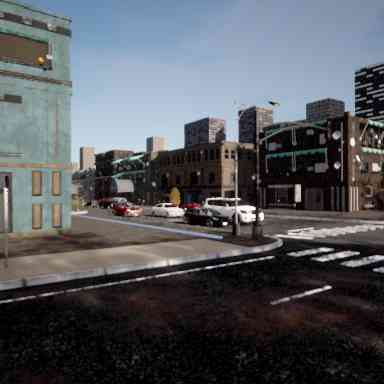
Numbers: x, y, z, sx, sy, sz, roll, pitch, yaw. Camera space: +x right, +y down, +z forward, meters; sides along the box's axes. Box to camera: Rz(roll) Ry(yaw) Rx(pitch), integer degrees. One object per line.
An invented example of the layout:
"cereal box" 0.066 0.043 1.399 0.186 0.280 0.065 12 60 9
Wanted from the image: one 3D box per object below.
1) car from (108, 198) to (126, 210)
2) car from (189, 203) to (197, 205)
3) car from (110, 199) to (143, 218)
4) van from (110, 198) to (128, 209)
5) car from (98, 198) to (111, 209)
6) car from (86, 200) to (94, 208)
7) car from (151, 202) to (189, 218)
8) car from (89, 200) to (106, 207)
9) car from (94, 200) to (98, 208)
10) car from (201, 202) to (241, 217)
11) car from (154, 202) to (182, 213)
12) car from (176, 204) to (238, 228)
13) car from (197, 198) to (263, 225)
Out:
"car" -8.643 1.977 43.076 1.882 1.535 5.008 -1 0 -35
"car" -0.131 1.964 41.093 1.802 1.307 4.206 -1 0 -36
"car" -6.950 1.885 36.216 1.967 1.590 4.097 -1 0 -36
"van" -13.015 1.967 59.101 1.690 1.788 3.998 -1 0 -36
"car" -13.485 2.120 55.327 1.837 1.490 4.892 -1 0 -36
"car" -19.261 2.213 63.406 2.128 1.511 4.902 -1 0 -36
"car" -2.597 1.908 34.606 1.812 1.442 4.674 -1 0 -35
"car" -19.450 2.288 68.106 1.887 1.381 4.507 -1 0 -36
"car" -16.235 2.000 63.603 2.192 1.841 5.009 -1 0 -36
"car" 3.088 1.870 36.590 2.008 1.369 4.403 -1 0 -36
"car" -3.350 2.026 45.594 1.802 1.307 4.206 -1 0 -36
"car" 1.026 1.853 24.858 1.947 1.339 4.313 -1 0 -36
"car" 3.107 1.491 26.623 2.150 2.045 5.566 -1 0 -35
